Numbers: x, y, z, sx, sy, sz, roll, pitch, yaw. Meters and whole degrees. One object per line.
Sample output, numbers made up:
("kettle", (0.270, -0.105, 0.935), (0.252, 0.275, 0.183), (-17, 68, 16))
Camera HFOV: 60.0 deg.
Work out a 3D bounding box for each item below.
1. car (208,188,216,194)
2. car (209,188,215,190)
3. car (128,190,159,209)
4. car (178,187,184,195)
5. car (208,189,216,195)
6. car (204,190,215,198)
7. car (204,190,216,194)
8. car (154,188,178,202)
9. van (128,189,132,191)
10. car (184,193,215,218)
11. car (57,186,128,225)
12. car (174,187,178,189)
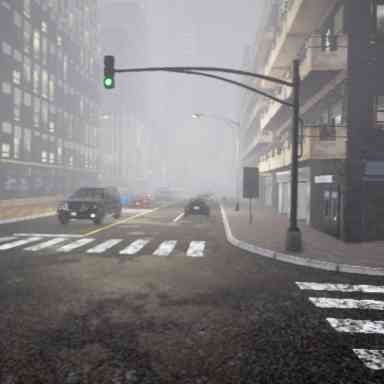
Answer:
("car", (5.435, -0.257, 89.743), (1.967, 1.590, 4.097), (0, 1, 4))
("car", (2.463, 0.533, 50.283), (2.008, 1.369, 4.403), (0, 1, 4))
("car", (-4.736, 0.814, 31.758), (1.994, 1.385, 4.181), (1, 1, 4))
("car", (-3.769, -0.277, 79.093), (2.192, 1.841, 5.009), (0, 1, 4))
("car", (5.010, -0.035, 84.108), (1.947, 1.339, 4.313), (0, 1, 4))
("car", (3.312, 0.332, 61.557), (1.887, 1.381, 4.507), (0, 1, 4))
("car", (1.189, 0.821, 33.370), (1.887, 1.381, 4.507), (0, 1, 4))
("car", (-3.660, 0.557, 45.664), (2.033, 1.411, 5.357), (1, 1, 5))
("van", (-7.166, 0.529, 33.993), (1.690, 1.788, 3.998), (0, 1, 4))
("car", (0.441, 1.015, 23.433), (1.947, 1.339, 4.313), (0, 1, 4))
("car", (-5.667, 0.690, 19.274), (2.150, 2.045, 5.566), (1, 1, 4))
("car", (-4.620, 0.152, 67.822), (2.008, 1.369, 4.403), (0, 1, 4))
